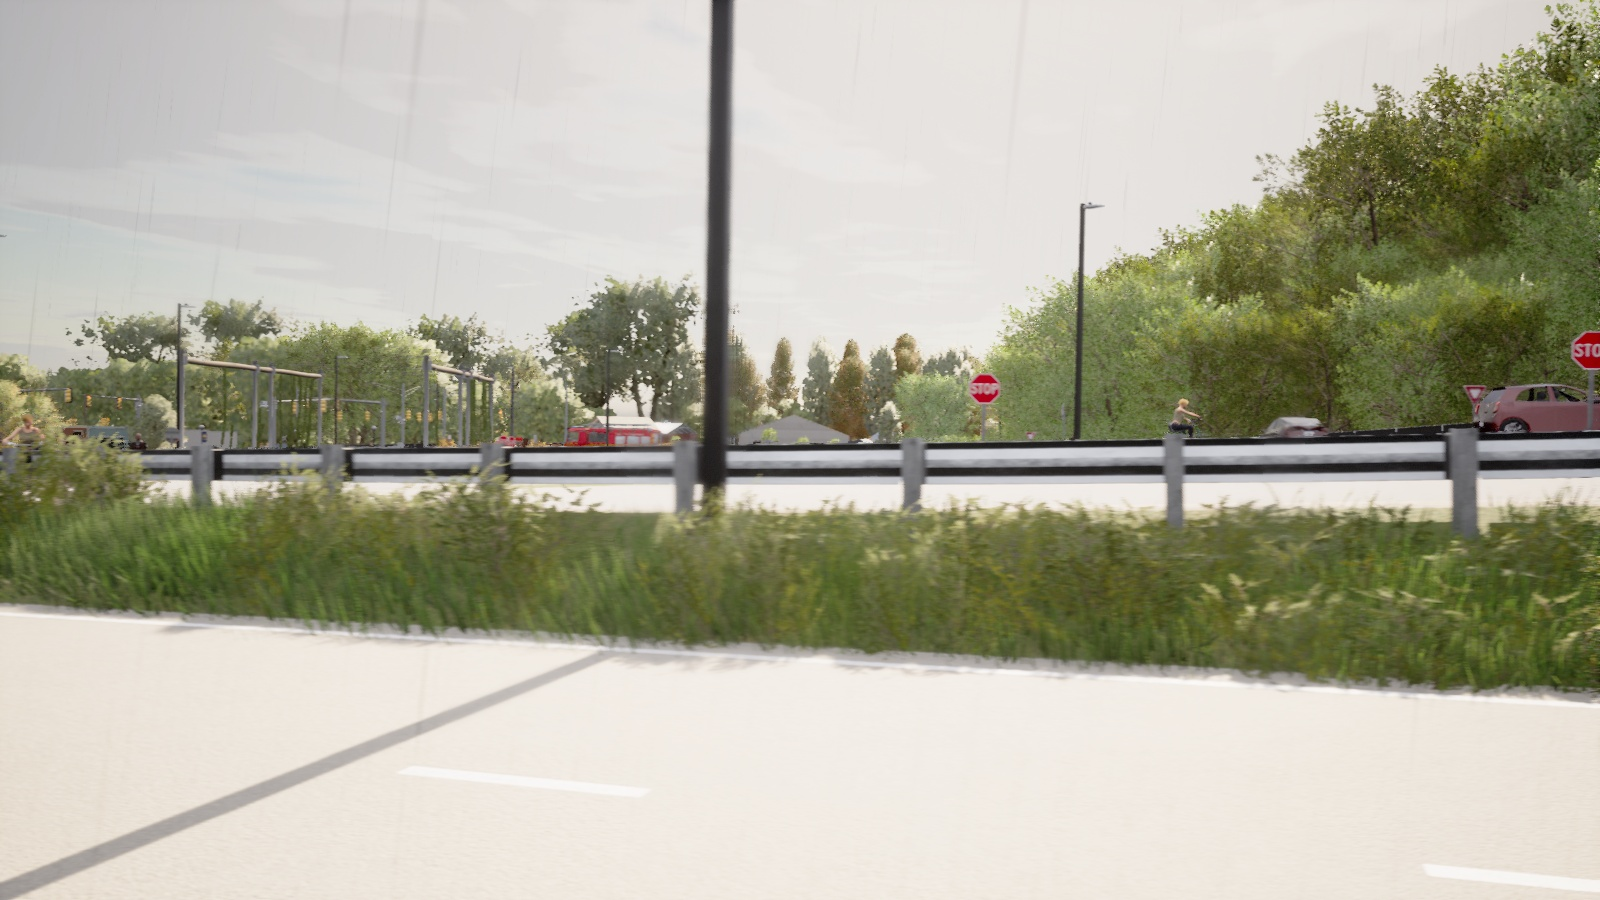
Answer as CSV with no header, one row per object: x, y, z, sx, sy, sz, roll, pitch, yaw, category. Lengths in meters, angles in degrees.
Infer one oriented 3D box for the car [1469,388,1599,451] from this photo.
19.516,-0.785,32.308,3.633,1.501,1.845,-2,0,9,car

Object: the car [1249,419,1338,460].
19.869,-0.383,50.737,2.163,1.488,4.792,1,-1,7,car

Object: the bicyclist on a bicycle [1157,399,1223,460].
10.972,-0.568,35.369,1.509,1.612,0.866,-2,-2,-4,bicyclist on a bicycle
